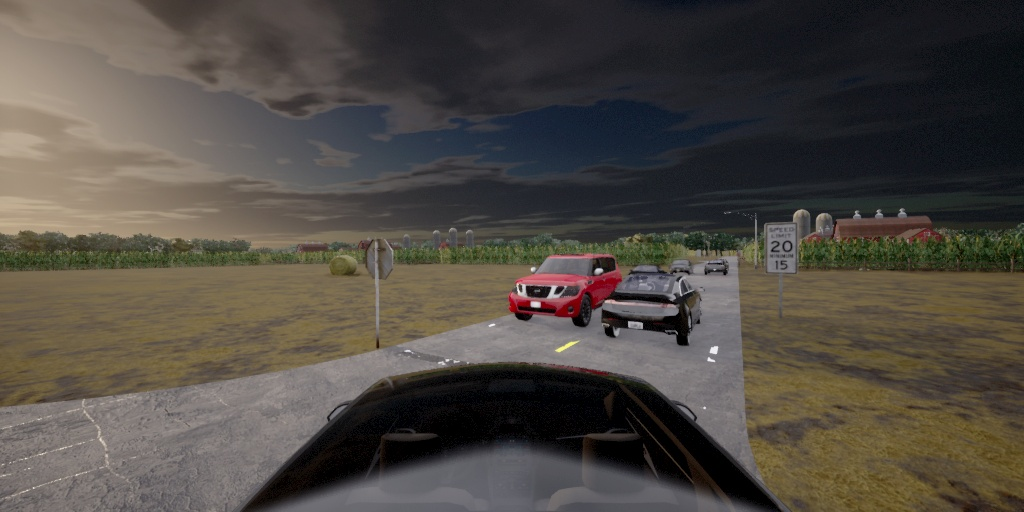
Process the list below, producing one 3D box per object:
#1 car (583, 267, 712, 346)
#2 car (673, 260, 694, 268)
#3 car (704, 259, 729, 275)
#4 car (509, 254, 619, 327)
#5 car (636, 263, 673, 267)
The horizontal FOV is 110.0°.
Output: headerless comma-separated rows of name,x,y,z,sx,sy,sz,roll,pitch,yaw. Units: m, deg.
car,3.852,1.213,9.488,2.128,1.511,4.902,0,0,32
car,16.644,1.101,35.133,1.837,1.490,4.892,0,0,33
car,20.325,1.077,35.627,2.128,1.511,4.902,0,0,33
car,2.078,0.934,11.962,2.150,2.045,5.566,0,0,32
car,8.183,1.228,21.738,1.994,1.385,4.181,0,0,32
